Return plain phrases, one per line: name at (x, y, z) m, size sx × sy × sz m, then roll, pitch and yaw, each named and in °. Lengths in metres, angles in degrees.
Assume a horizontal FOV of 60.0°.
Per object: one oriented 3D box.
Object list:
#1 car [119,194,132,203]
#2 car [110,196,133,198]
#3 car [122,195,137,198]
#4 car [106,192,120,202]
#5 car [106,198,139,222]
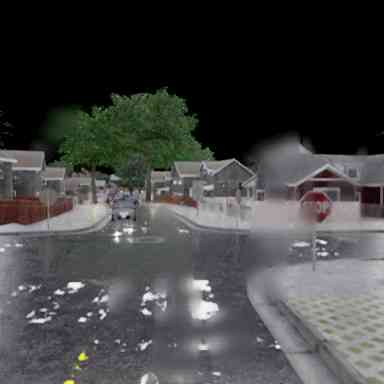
car at (-13.261, 1.298, 65.997) m, size 2.097 × 1.767 × 4.553 m, roll 0°, pitch 0°, yaw -16°
car at (-9.444, 1.541, 44.218) m, size 1.994 × 1.385 × 4.181 m, roll 0°, pitch 0°, yaw -16°
car at (-10.306, 1.302, 56.477) m, size 2.097 × 1.767 × 4.553 m, roll 0°, pitch 0°, yaw -17°
car at (-14.197, 0.998, 59.610) m, size 2.150 × 2.045 × 5.566 m, roll 0°, pitch 0°, yaw -17°
car at (-5.359, 1.478, 26.398) m, size 2.128 × 1.511 × 4.902 m, roll 0°, pitch 0°, yaw -10°
